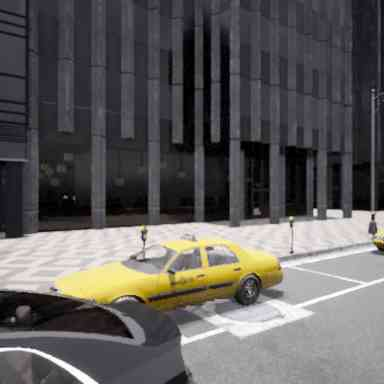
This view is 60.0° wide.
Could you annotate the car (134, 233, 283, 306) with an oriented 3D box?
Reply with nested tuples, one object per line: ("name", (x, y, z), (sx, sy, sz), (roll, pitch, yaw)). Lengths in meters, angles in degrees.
("car", (-0.286, 1.535, 6.569), (4.829, 1.417, 1.752), (0, -1, -34))

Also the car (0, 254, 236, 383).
("car", (-2.216, 1.502, 1.801), (4.892, 1.490, 1.837), (0, 0, -35))

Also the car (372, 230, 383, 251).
("car", (8.934, 1.565, 13.125), (4.829, 1.417, 1.752), (0, 0, -35))
